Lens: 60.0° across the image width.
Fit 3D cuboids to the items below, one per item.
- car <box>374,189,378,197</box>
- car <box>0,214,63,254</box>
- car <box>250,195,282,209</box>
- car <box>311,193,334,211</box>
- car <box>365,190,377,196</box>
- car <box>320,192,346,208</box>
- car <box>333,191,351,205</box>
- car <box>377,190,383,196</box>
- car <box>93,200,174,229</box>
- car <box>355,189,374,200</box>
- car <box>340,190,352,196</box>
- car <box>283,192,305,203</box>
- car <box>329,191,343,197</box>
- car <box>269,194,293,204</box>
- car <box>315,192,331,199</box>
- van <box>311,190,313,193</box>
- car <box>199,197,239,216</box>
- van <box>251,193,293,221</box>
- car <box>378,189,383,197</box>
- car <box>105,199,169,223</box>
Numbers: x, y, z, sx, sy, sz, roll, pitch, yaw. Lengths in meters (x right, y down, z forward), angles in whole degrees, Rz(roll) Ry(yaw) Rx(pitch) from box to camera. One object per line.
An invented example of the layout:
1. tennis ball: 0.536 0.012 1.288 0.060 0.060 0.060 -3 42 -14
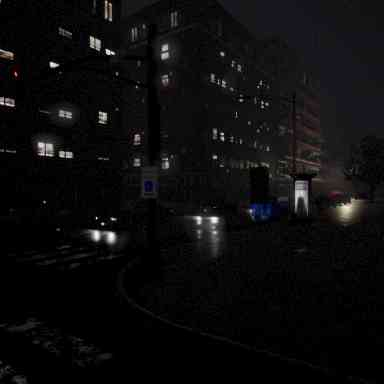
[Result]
1. car: 31.993 0.590 60.494 1.887 1.381 4.507 1 1 36
2. car: -6.663 1.401 10.795 2.128 1.511 4.902 0 1 36
3. car: 8.210 1.066 36.525 1.994 1.385 4.181 0 1 35
4. car: 12.285 1.078 32.897 1.947 1.339 4.313 1 1 36
5. car: 44.237 0.216 82.070 1.994 1.385 4.181 0 1 36
6. car: 15.569 0.979 37.496 1.887 1.381 4.507 1 1 36
7. car: 18.854 0.923 42.096 1.947 1.339 4.313 1 1 36
8. car: 45.132 0.315 78.893 1.802 1.307 4.206 1 1 36
9. car: -3.343 1.323 20.351 2.033 1.411 5.357 0 1 36
10. car: 28.709 0.564 55.892 1.967 1.590 4.097 1 1 36
11. car: 38.845 0.278 83.648 2.008 1.369 4.403 1 1 36
12. car: 15.777 0.801 51.346 1.752 1.417 4.829 1 1 36
13. car: 32.282 0.428 74.458 1.887 1.381 4.507 1 1 36
14. car: 12.595 0.933 46.891 1.802 1.307 4.206 1 1 36
15. car: 25.720 0.621 65.270 1.802 1.307 4.206 1 1 36
16. van: 19.158 0.536 56.076 1.690 1.788 3.998 1 1 36
17. car: 2.410 1.165 28.405 1.812 1.442 4.674 0 1 35
18. van: 5.716 1.009 23.693 1.690 1.788 3.998 1 1 36
19. car: 41.847 0.356 74.293 1.887 1.381 4.507 1 1 36
20. car: -3.812 1.283 23.916 1.887 1.381 4.507 1 1 36
